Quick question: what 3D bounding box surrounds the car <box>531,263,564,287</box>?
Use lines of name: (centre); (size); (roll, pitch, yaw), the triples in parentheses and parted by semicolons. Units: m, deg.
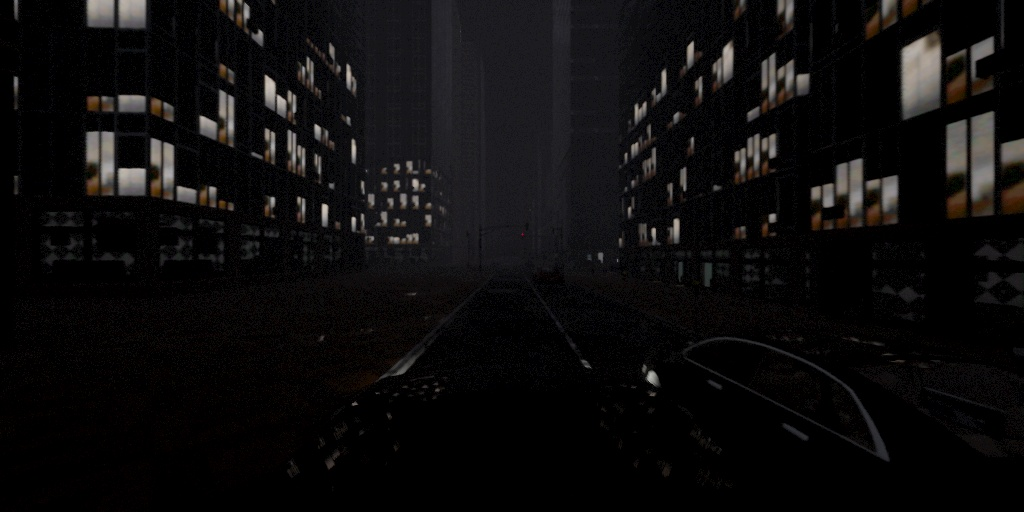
car: (2.572, 1.371, 25.318); (1.888, 1.381, 4.507); (0, 0, 0)

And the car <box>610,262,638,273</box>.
car: (16.412, 1.661, 50.998); (4.892, 1.490, 1.837); (1, 0, -3)

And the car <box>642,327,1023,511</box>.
car: (2.567, 1.305, 3.113); (2.007, 1.370, 4.403); (0, 0, 0)

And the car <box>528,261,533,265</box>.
car: (2.573, 1.368, 31.040); (1.751, 1.417, 4.829); (0, 0, 0)
